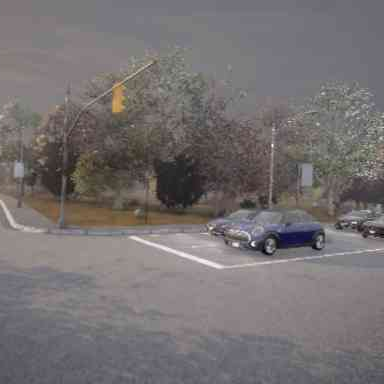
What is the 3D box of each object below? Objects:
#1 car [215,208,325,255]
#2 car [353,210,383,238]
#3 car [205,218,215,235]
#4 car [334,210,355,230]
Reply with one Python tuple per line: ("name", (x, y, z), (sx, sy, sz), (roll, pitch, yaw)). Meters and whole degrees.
("car", (3.558, 1.526, 14.100), (4.553, 1.767, 2.097), (3, 0, -34))
("car", (12.115, 2.036, 19.891), (5.008, 1.535, 1.882), (3, 0, -34))
("car", (2.945, 1.657, 17.915), (4.892, 1.490, 1.837), (2, 0, -34))
("car", (12.411, 2.084, 24.316), (4.892, 1.490, 1.837), (3, 0, -34))
